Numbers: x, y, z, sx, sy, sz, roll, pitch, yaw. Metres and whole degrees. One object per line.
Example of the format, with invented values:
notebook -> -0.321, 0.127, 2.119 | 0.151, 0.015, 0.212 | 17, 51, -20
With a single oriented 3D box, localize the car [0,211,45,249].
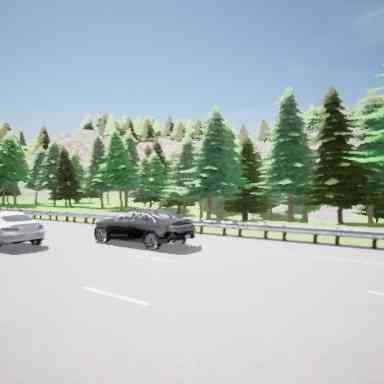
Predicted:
car -> -8.067, 1.525, 14.045 | 4.674, 1.442, 1.812 | 0, 0, 36

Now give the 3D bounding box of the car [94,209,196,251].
car -> -2.143, 1.491, 14.120 | 4.902, 1.511, 2.128 | 0, 0, 35
